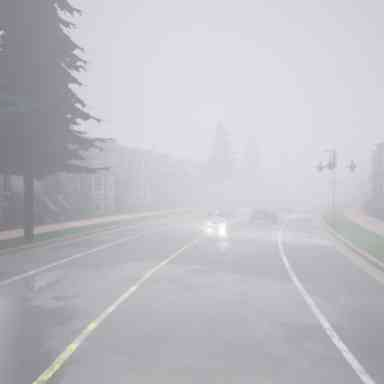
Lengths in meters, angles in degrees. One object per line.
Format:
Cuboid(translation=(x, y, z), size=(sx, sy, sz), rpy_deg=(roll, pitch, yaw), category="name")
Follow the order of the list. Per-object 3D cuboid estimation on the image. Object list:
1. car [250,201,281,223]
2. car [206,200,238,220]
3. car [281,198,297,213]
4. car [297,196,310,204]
Cuboid(translation=(5.514, 1.519, 25.215), size=(1.812, 1.442, 4.674), rpy_deg=(0, 0, 18), category="car")
Cuboid(translation=(2.582, 1.456, 28.052), size=(2.128, 1.511, 4.902), rpy_deg=(0, 0, 19), category="car")
Cuboid(translation=(10.293, 1.608, 37.697), size=(1.895, 1.301, 4.718), rpy_deg=(1, 0, 24), category="car")
Cuboid(translation=(21.286, 1.561, 64.376), size=(2.033, 1.411, 5.357), rpy_deg=(1, 0, 34), category="car")
